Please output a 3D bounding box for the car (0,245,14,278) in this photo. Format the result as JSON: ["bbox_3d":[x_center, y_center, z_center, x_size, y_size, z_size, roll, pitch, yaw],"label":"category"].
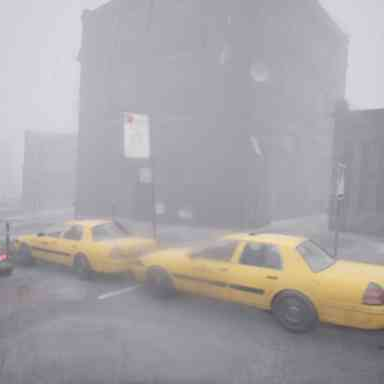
[{"bbox_3d":[-6.667,1.548,8.667,5.357,1.411,2.033,0,0,38],"label":"car"}]

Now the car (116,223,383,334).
[{"bbox_3d":[1.058,1.490,6.800,5.366,1.575,1.946,0,0,36],"label":"car"}]

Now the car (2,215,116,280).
[{"bbox_3d":[-3.392,1.488,10.070,5.366,1.575,1.946,0,0,36],"label":"car"}]
